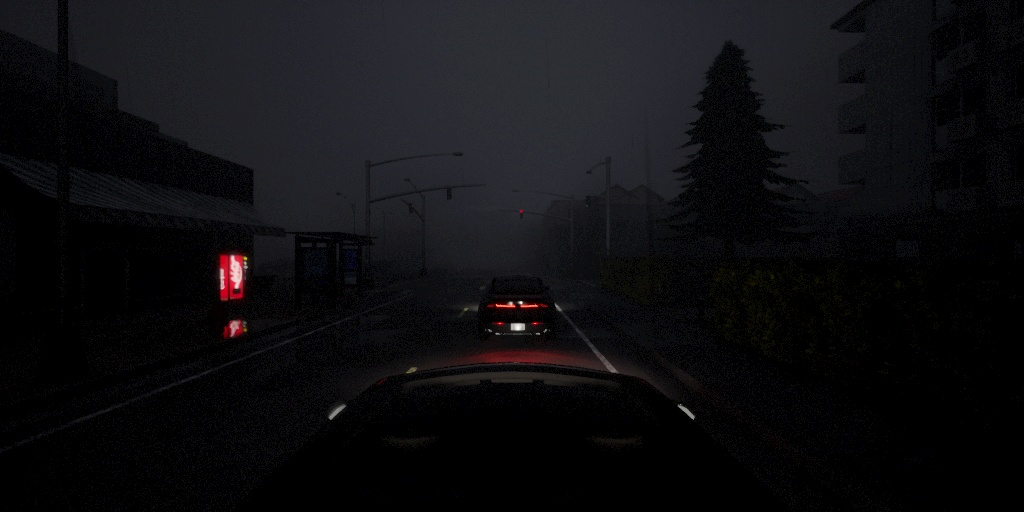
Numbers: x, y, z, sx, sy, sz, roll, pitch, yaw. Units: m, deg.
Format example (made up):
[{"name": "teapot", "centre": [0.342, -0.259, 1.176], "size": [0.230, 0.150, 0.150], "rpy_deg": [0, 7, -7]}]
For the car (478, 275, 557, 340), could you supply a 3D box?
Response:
[{"name": "car", "centre": [0.118, 1.254, 10.022], "size": [1.837, 1.490, 4.892], "rpy_deg": [0, 0, 0]}]
